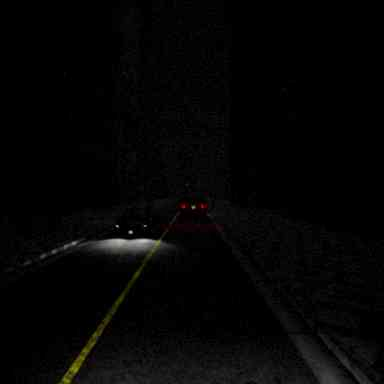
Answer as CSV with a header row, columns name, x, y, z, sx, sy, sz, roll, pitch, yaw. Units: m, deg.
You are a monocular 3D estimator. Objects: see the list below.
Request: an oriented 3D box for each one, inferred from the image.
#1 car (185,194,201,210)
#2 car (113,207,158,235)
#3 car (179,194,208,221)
name,x,y,z,sx,sy,sz,roll,pitch,yaw
car,0.126,1.284,46.103,2.150,2.045,5.566,0,0,0
car,-2.994,1.585,18.917,2.033,1.411,5.357,0,0,0
car,0.108,1.241,27.579,2.150,2.045,5.566,0,0,0
